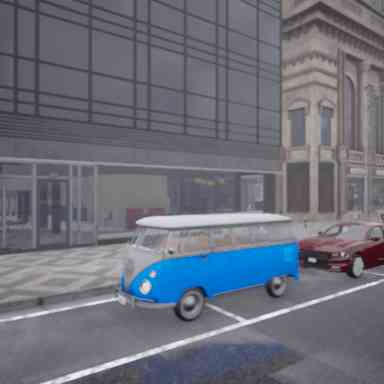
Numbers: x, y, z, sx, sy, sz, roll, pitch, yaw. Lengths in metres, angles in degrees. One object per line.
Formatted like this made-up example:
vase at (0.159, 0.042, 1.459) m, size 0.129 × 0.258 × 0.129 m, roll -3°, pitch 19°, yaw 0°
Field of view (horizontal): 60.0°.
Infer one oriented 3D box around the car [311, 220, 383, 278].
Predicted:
car at (5.068, 1.591, 10.240) m, size 4.507 × 1.381 × 1.887 m, roll 0°, pitch 0°, yaw -35°

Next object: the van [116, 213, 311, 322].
van at (0.501, 1.362, 6.998) m, size 3.998 × 1.788 × 1.690 m, roll 0°, pitch 0°, yaw -35°
